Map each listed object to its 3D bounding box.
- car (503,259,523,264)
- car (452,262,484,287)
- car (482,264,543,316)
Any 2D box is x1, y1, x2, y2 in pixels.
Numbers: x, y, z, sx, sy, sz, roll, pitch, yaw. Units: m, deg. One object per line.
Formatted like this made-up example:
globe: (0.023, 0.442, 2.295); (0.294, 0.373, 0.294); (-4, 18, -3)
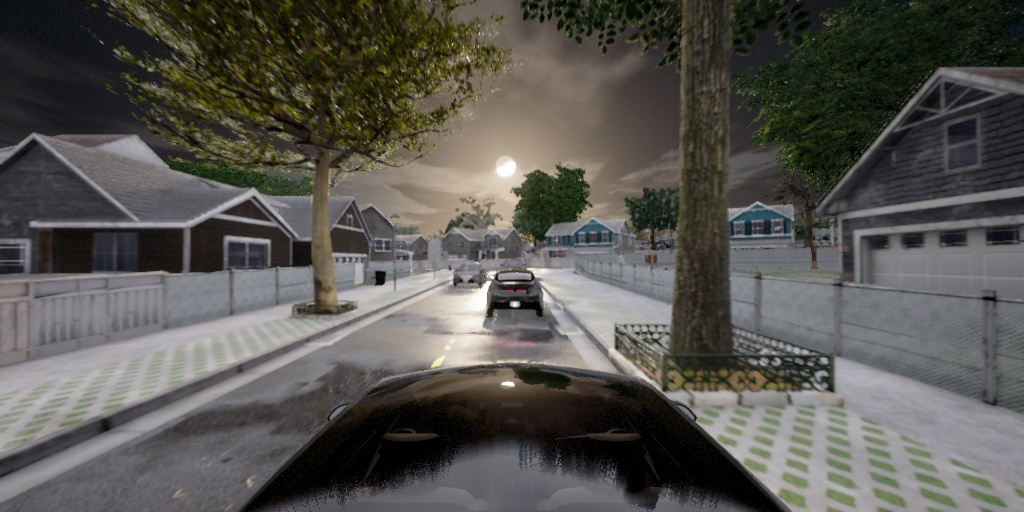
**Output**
car: (0.083, 1.004, 28.766); (2.097, 1.767, 4.553); (0, 0, 0)
car: (-2.760, 1.160, 23.998); (2.128, 1.511, 4.902); (0, 0, 0)
car: (0.091, 1.210, 13.192); (1.837, 1.490, 4.892); (0, 0, 0)
